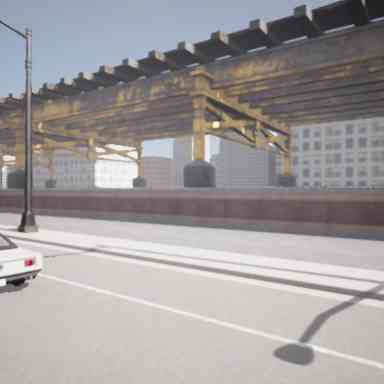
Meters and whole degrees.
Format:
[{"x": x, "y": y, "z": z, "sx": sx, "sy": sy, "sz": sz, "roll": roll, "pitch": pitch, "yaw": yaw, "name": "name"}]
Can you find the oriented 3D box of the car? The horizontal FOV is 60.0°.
[{"x": -5.757, "y": 1.577, "z": 8.097, "sx": 4.718, "sy": 1.301, "sz": 1.895, "roll": 0, "pitch": 0, "yaw": 36, "name": "car"}]
